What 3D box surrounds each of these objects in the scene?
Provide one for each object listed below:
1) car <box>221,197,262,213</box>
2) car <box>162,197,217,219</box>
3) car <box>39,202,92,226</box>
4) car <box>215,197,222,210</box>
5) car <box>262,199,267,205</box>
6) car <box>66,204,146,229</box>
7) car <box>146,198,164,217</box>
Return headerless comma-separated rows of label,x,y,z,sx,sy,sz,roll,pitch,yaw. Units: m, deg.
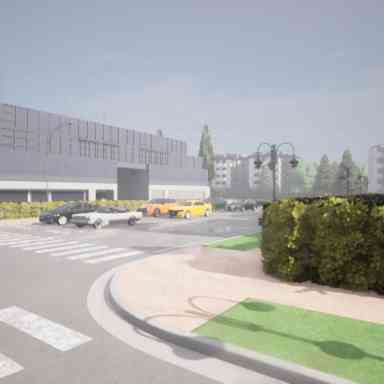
car,5.785,1.507,38.042,2.128,1.511,4.902,0,0,35
car,-0.145,1.494,29.637,1.882,1.535,5.008,0,0,35
car,-8.483,1.521,24.000,1.837,1.490,4.892,0,0,37
car,2.450,1.368,39.386,2.097,1.767,4.553,0,0,35
car,9.671,1.617,49.939,1.895,1.301,4.718,0,0,31
car,-5.540,1.617,21.951,1.895,1.301,4.718,0,0,34
car,-3.159,1.368,31.435,2.097,1.767,4.553,0,0,35
